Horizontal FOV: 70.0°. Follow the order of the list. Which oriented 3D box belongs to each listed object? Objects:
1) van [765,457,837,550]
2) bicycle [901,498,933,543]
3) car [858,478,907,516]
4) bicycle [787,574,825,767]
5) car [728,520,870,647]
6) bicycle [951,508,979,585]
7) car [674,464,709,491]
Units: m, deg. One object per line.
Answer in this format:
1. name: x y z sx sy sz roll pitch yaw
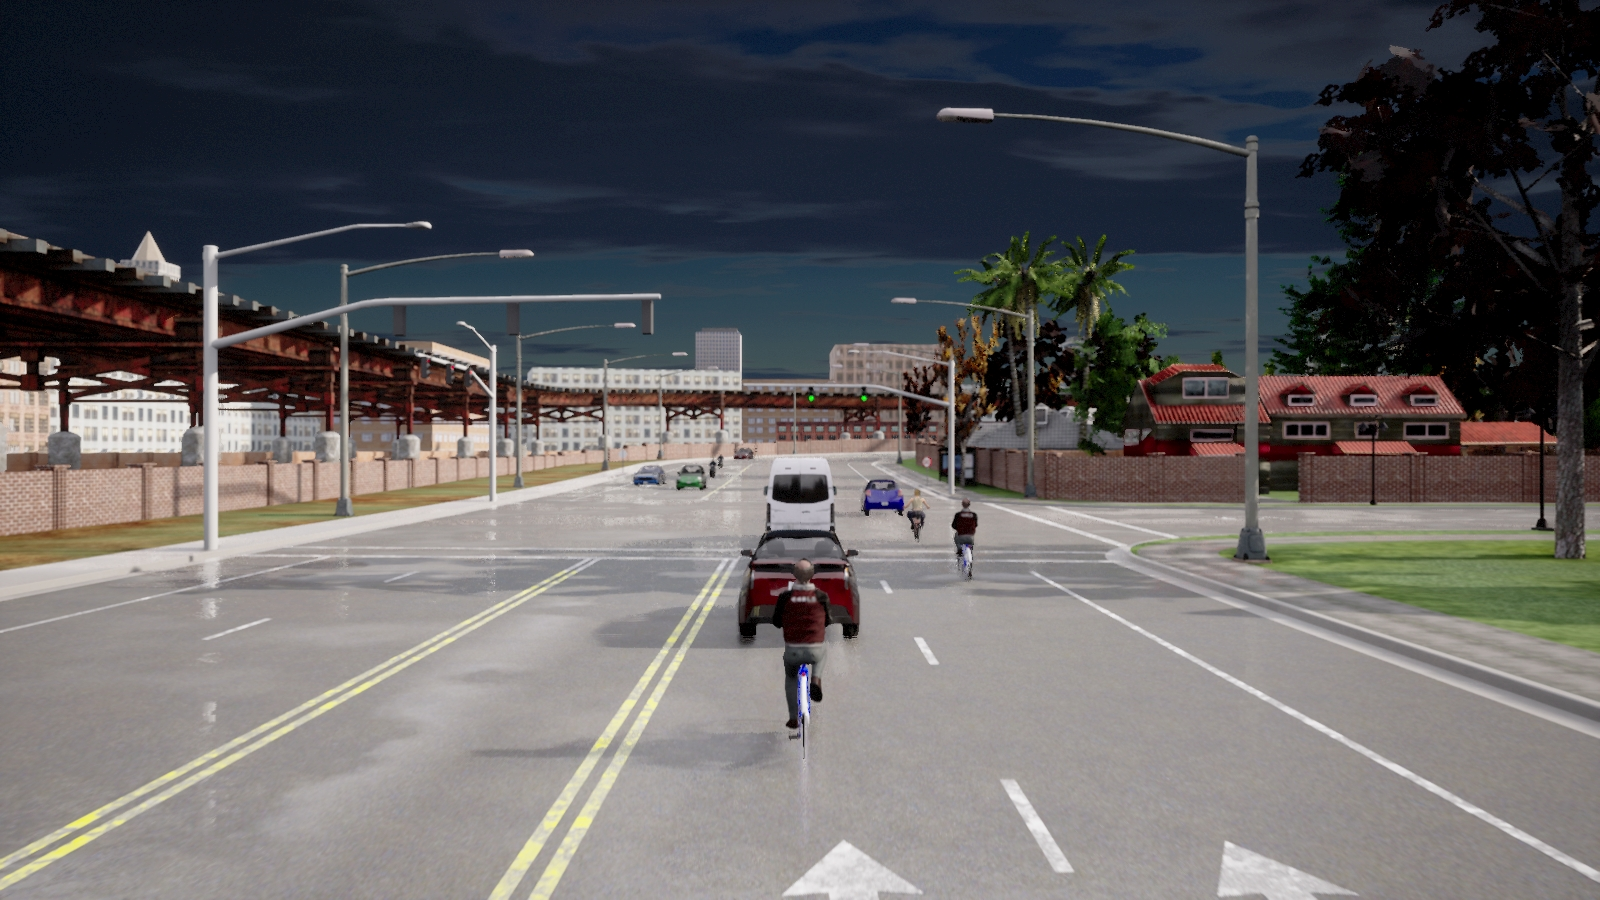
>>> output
1. van: 0.018 1.516 34.780 1.988 2.561 5.915 0 0 0
2. bicycle: 3.551 2.127 34.713 0.859 1.301 1.487 0 0 1
3. car: 3.500 1.991 49.194 1.845 1.501 3.633 0 0 0
4. bicycle: 0.048 2.042 10.968 0.329 1.496 1.835 0 0 0
5. car: -0.010 2.030 18.431 2.007 1.525 4.514 0 0 0
6. bicycle: 3.518 2.035 24.399 0.329 1.496 1.835 0 0 0
7. car: -6.999 1.775 73.970 1.851 1.617 3.988 0 1 0
